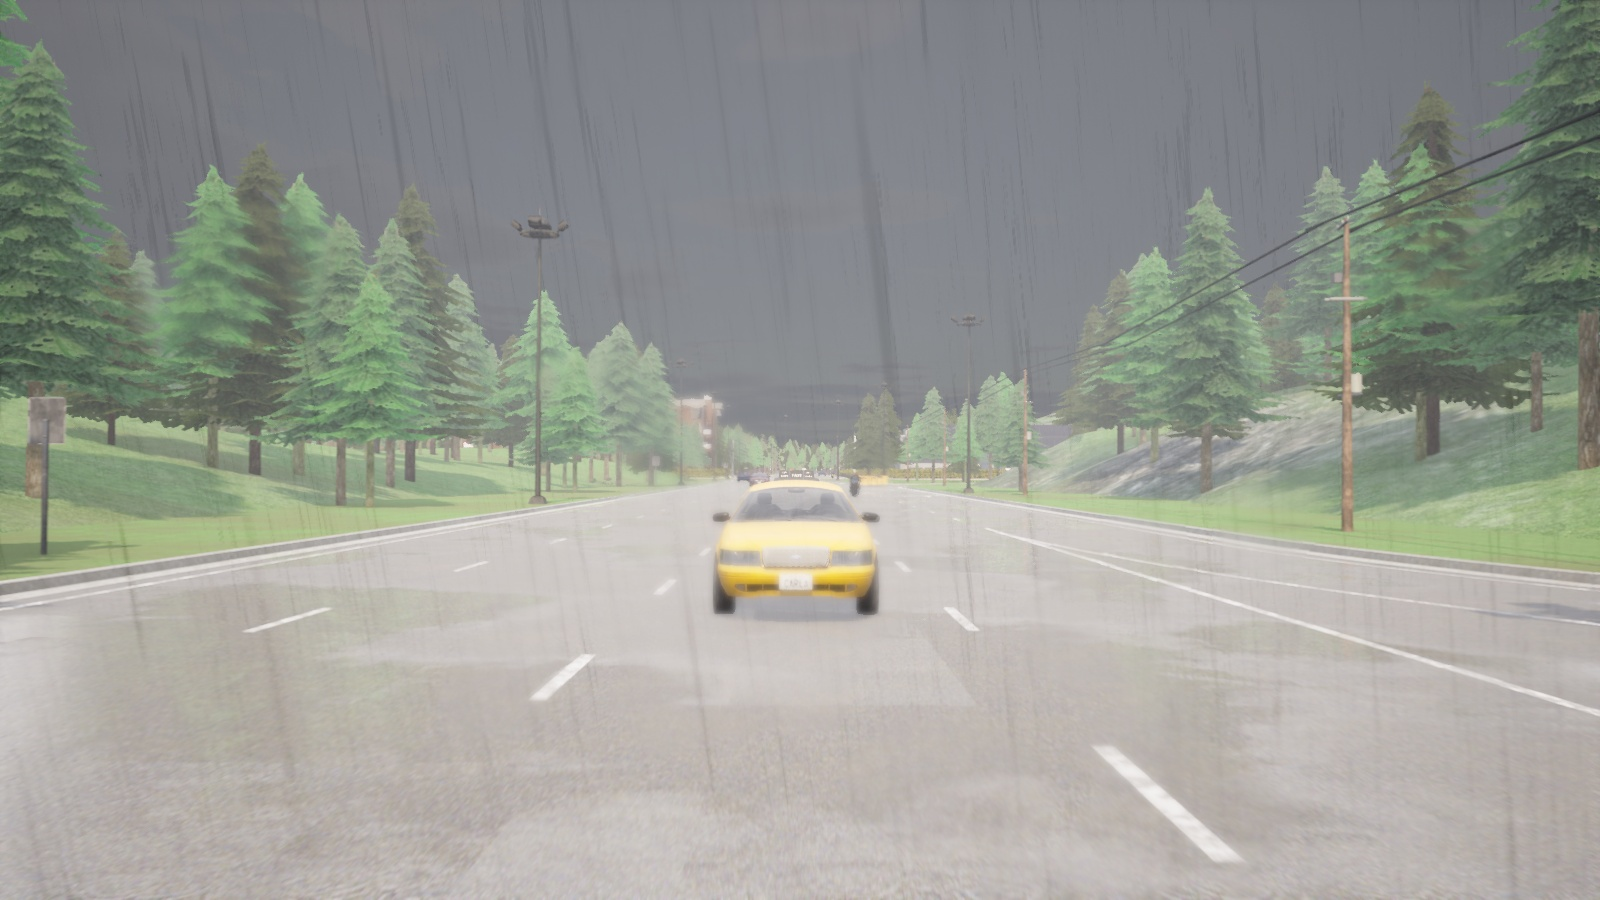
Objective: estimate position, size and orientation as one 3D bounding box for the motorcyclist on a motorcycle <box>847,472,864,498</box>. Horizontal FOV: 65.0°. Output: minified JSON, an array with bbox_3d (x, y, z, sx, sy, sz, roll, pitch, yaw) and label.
[{"bbox_3d":[3.318,2.094,75.120,0.866,1.530,2.191,0,-1,0],"label":"motorcyclist on a motorcycle"}]

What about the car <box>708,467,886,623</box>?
[{"bbox_3d":[-0.038,1.013,15.470,1.801,1.575,5.366,0,-1,0],"label":"car"}]
